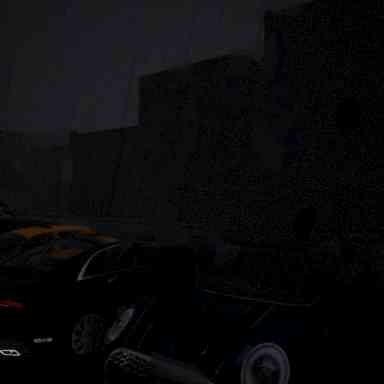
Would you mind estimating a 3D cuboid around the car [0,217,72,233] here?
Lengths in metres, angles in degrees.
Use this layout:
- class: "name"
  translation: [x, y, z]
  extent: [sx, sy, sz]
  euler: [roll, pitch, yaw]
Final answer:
- class: "car"
  translation: [-3.667, 1.471, 7.533]
  extent: [1.946, 1.575, 5.366]
  euler: [0, 0, 35]

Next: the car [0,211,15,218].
- class: "car"
  translation: [-5.821, 1.472, 9.305]
  extent: [2.231, 1.521, 4.892]
  euler: [0, 0, 35]

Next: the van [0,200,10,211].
- class: "van"
  translation: [-8.023, 1.242, 11.011]
  extent: [1.878, 1.987, 4.442]
  euler: [0, 0, 35]

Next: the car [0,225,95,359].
- class: "car"
  translation: [-1.297, 1.478, 6.063]
  extent: [2.231, 1.521, 4.892]
  euler: [0, 0, 35]

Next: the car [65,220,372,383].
- class: "car"
  translation: [0.992, 1.354, 4.477]
  extent: [2.185, 1.767, 4.553]
  euler: [0, 0, 35]
